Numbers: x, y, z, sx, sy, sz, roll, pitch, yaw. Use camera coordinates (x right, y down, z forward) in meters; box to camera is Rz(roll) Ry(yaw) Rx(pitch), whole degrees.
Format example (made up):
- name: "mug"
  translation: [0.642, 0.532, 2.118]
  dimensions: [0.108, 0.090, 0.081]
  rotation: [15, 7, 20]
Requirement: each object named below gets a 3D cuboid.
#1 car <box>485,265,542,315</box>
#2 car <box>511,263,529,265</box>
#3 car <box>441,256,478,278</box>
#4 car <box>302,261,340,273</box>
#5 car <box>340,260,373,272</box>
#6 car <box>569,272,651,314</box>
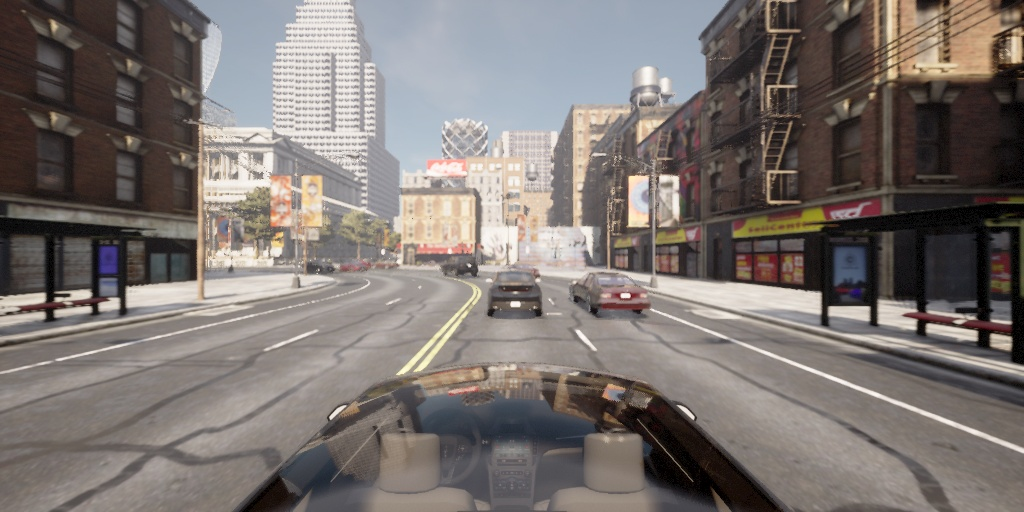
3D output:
- name: "car"
  translation: [0.058, 1.272, 13.629]
  dimensions: [1.837, 1.490, 4.892]
  rotation: [0, 0, -1]
- name: "car"
  translation: [0.633, 1.340, 31.367]
  dimensions: [2.033, 1.411, 5.357]
  rotation: [0, 0, -21]
- name: "car"
  translation: [-5.251, 1.020, 35.568]
  dimensions: [2.150, 2.045, 5.566]
  rotation: [0, 0, -30]
- name: "car"
  translation: [-23.737, 1.317, 44.022]
  dimensions: [4.892, 1.490, 1.837]
  rotation: [0, 0, 31]
- name: "car"
  translation: [-20.312, 1.379, 45.955]
  dimensions: [4.181, 1.385, 1.994]
  rotation: [0, 0, 34]
- name: "car"
  translation: [3.561, 1.315, 13.945]
  dimensions: [2.033, 1.411, 5.357]
  rotation: [0, 0, -1]
